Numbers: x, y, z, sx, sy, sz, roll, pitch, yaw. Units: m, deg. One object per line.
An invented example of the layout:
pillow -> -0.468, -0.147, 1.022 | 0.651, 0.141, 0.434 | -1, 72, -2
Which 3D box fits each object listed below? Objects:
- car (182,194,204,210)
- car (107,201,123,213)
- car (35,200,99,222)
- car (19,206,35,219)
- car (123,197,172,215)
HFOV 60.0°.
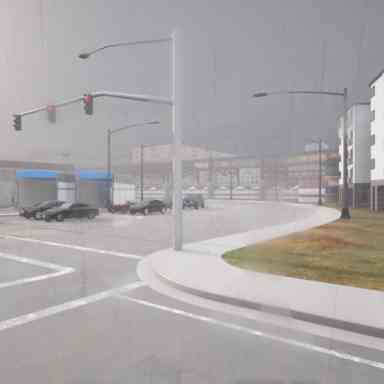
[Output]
car -> 0.136, 1.224, 44.256 | 2.150, 2.045, 5.566 | 0, 0, 15
car -> -7.067, 1.601, 36.378 | 1.895, 1.301, 4.718 | 0, 0, 30
car -> -9.590, 1.526, 26.544 | 1.812, 1.442, 4.674 | 0, 0, 36
car -> -12.299, 1.505, 28.770 | 1.837, 1.490, 4.892 | 0, 0, 36
car -> -4.459, 1.505, 34.031 | 1.837, 1.490, 4.892 | 0, 0, 30
